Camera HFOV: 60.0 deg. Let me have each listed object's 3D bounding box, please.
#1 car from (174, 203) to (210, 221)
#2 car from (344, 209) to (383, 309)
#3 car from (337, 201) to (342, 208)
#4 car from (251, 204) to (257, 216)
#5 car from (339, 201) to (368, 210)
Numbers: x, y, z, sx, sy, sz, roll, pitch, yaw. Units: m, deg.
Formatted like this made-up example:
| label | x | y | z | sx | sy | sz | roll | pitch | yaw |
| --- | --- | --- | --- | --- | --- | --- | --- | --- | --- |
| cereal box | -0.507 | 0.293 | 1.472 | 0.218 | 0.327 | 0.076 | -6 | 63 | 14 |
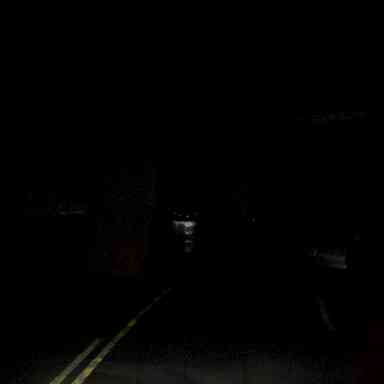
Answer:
| label | x | y | z | sx | sy | sz | roll | pitch | yaw |
| --- | --- | --- | --- | --- | --- | --- | --- | --- | --- |
| car | 0.215 | 1.814 | 30.924 | 1.837 | 1.490 | 4.892 | 0 | -1 | 31 |
| car | 5.146 | 1.492 | 8.035 | 2.097 | 1.767 | 4.553 | 1 | -1 | 16 |
| car | 28.100 | 2.395 | 61.407 | 5.008 | 1.535 | 1.882 | 1 | -1 | -41 |
| car | 7.233 | 1.996 | 35.215 | 1.994 | 1.385 | 4.181 | 0 | -1 | 36 |
| car | 18.904 | 2.123 | 38.286 | 1.812 | 1.442 | 4.674 | 0 | -1 | 41 |
